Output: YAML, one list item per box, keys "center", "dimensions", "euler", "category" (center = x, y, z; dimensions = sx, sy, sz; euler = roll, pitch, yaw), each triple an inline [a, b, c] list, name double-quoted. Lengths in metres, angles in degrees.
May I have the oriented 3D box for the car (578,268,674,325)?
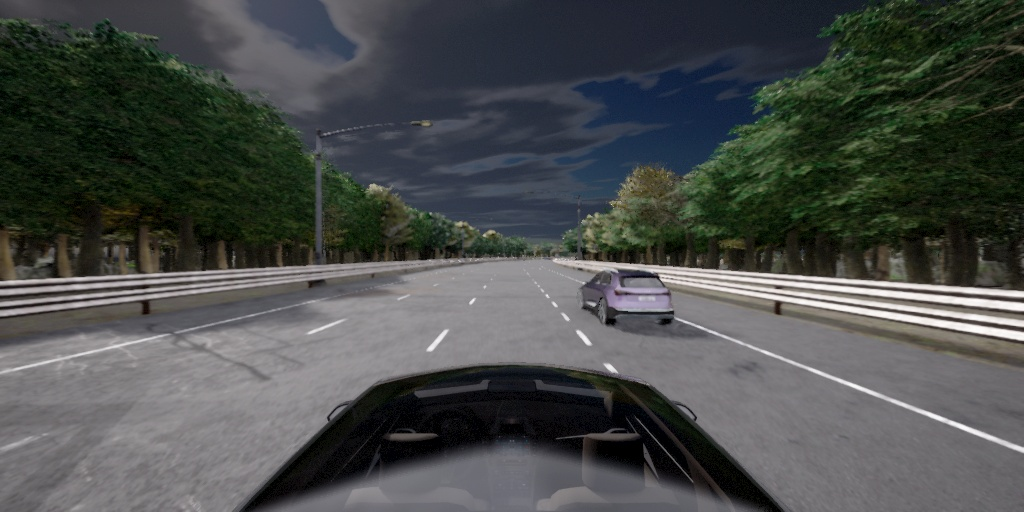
- center: [3.521, 1.204, 11.766]
  dimensions: [2.033, 1.649, 4.856]
  euler: [1, 0, -1]
  category: "car"
